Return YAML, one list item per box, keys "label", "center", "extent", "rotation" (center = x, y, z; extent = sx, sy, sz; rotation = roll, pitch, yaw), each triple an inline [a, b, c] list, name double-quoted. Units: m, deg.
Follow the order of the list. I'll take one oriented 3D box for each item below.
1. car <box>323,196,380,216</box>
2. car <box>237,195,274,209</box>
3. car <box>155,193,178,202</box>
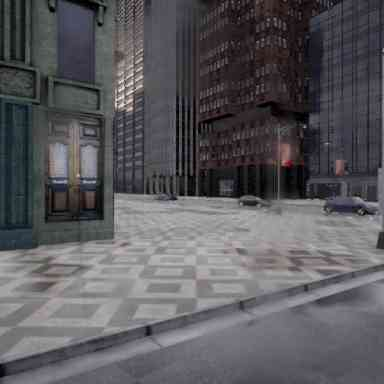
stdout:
- label: "car"
  center: [14.272, 1.135, 29.792]
  extent: [2.097, 1.767, 4.553]
  rotation: [0, 1, -35]
- label: "car"
  center: [7.480, 1.136, 39.432]
  extent: [1.837, 1.490, 4.892]
  rotation: [0, 1, -36]
- label: "car"
  center: [-4.416, 0.918, 56.446]
  extent: [2.033, 1.411, 5.357]
  rotation: [0, 1, -35]
